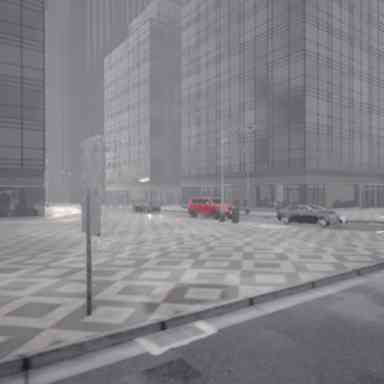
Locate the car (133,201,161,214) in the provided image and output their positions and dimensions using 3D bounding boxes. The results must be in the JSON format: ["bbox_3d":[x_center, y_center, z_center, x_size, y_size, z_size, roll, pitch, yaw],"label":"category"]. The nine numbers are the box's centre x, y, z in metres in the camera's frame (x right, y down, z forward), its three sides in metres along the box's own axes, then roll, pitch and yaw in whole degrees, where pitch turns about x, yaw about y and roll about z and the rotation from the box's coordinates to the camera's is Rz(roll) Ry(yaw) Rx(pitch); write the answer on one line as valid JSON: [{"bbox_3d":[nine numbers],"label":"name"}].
[{"bbox_3d":[-5.713,1.944,41.902,1.882,1.535,5.008,0,-1,-36],"label":"car"}]

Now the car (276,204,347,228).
[{"bbox_3d":[8.092,1.595,22.849,2.128,1.511,4.902,0,-1,-36],"label":"car"}]

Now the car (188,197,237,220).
[{"bbox_3d":[1.826,1.489,31.476,2.150,2.045,5.566,0,-1,-37],"label":"car"}]
